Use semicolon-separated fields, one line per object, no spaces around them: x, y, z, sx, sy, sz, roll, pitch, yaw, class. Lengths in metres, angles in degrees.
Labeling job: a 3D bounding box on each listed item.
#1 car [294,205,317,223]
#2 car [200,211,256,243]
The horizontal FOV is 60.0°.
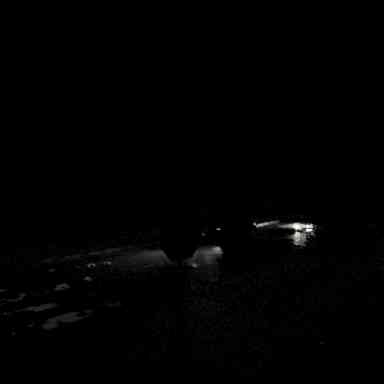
11.156;1.991;31.329;2.128;1.511;4.902;0;-1;36;car
1.933;1.870;18.624;2.128;1.511;4.902;0;-1;36;car
